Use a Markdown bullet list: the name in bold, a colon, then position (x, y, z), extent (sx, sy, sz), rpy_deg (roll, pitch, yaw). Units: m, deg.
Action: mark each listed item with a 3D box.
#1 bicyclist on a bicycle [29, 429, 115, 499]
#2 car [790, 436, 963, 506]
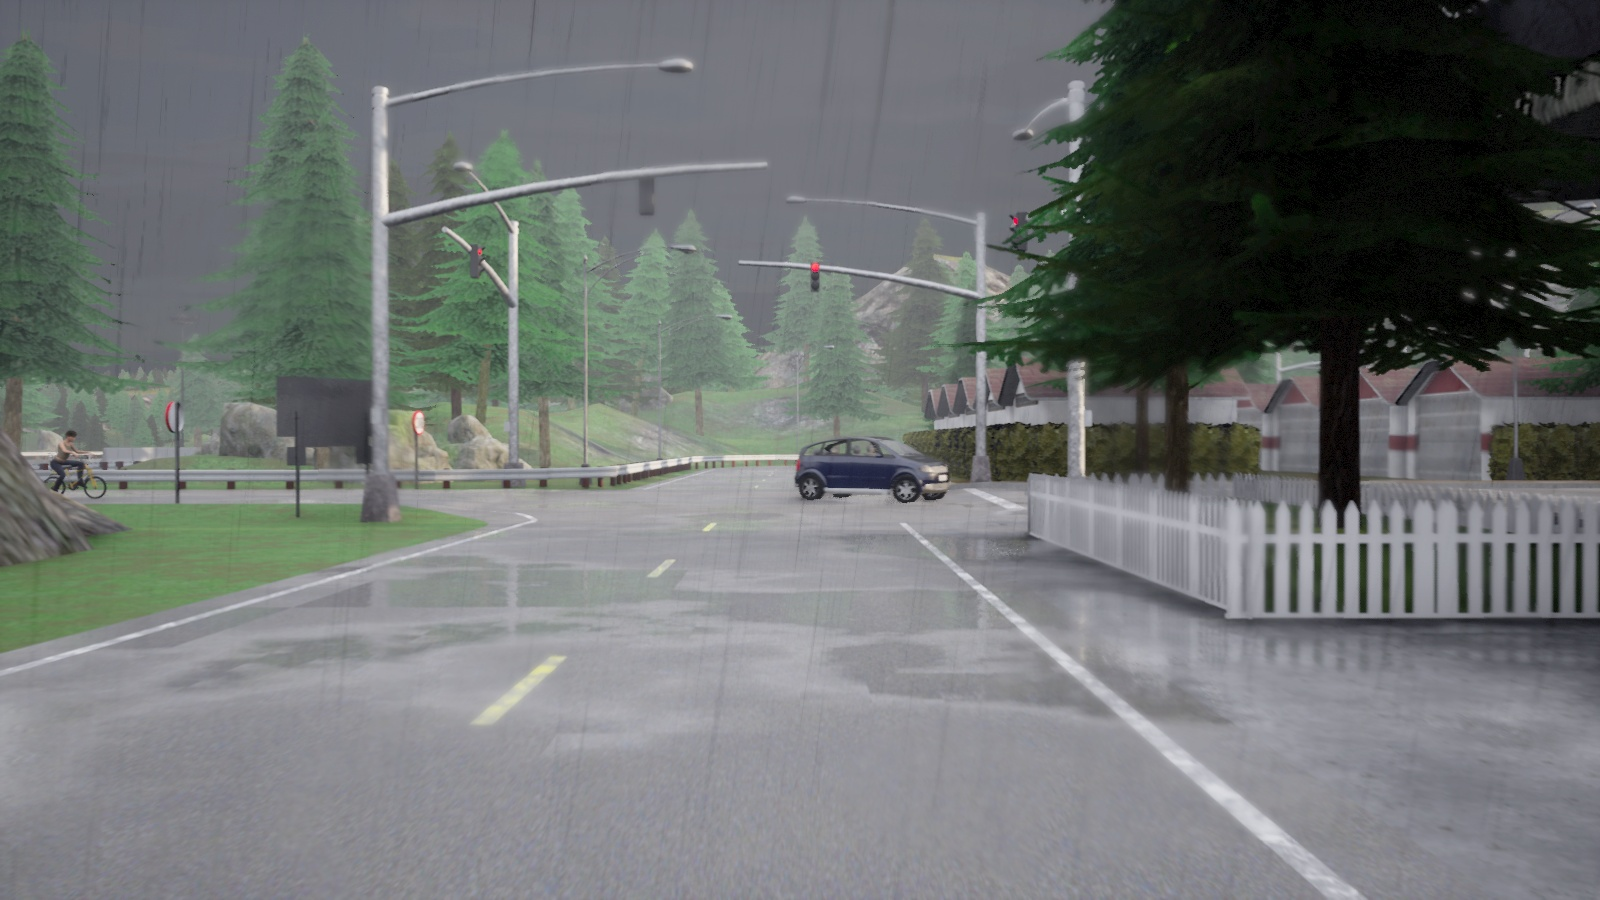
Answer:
- **bicyclist on a bicycle**: position (-16.894, 0.313, 29.169), extent (1.509, 1.612, 0.866), rpy_deg (0, 0, 0)
- **car**: position (1.816, 0.455, 29.982), extent (3.705, 1.549, 1.789), rpy_deg (0, 1, 30)
